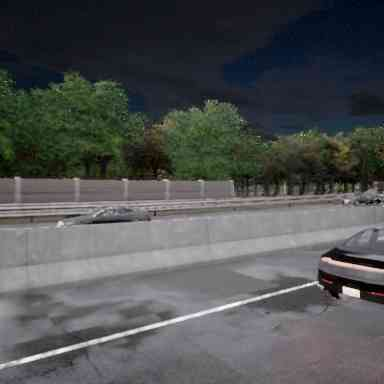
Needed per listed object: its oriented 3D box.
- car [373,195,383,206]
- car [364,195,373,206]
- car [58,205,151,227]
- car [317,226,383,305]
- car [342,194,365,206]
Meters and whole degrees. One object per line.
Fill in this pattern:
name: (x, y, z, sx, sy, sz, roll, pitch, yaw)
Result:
car: (18.624, 1.023, 29.594, 4.553, 1.767, 2.097, -1, 1, -34)
car: (24.030, 1.068, 41.520, 4.718, 1.301, 1.895, -1, 1, -34)
car: (-4.570, 1.472, 17.887, 4.902, 1.511, 2.128, 0, 0, -35)
car: (4.679, 1.469, 7.033, 4.902, 1.511, 2.128, 0, 0, -35)
car: (21.321, 0.987, 43.171, 4.902, 1.511, 2.128, -1, 1, -37)
